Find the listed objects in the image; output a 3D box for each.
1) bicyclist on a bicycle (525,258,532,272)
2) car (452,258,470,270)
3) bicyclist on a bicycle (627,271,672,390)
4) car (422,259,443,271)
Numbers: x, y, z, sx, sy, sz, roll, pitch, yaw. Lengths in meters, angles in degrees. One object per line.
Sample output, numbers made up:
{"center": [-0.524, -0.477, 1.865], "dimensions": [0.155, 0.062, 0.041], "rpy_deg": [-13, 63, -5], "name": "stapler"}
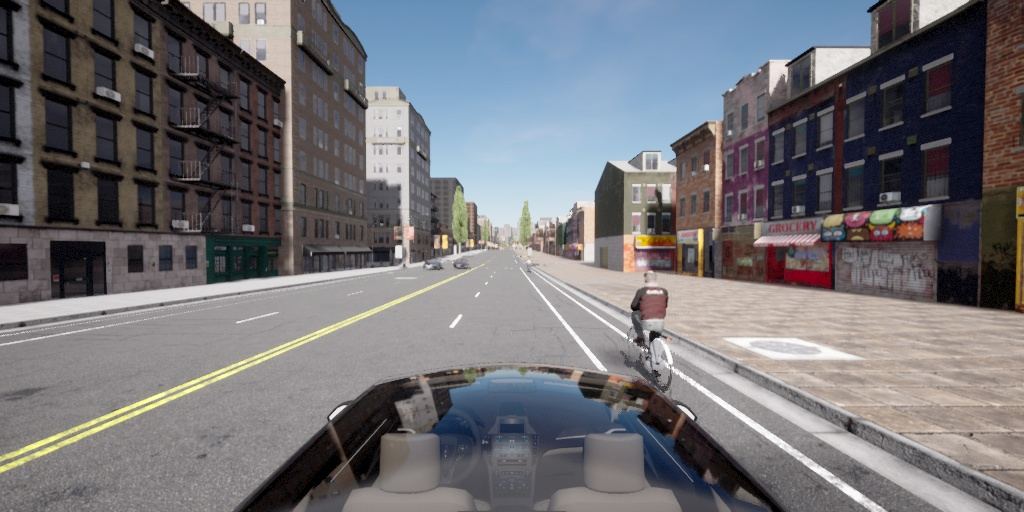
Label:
{"center": [1.929, 1.044, 41.081], "dimensions": [0.866, 1.612, 1.509], "rpy_deg": [0, 1, 0], "name": "bicyclist on a bicycle"}
{"center": [-6.923, 1.053, 49.016], "dimensions": [1.837, 1.490, 4.892], "rpy_deg": [0, 0, 0], "name": "car"}
{"center": [2.217, 1.119, 5.948], "dimensions": [0.659, 1.776, 1.843], "rpy_deg": [0, 0, 0], "name": "bicyclist on a bicycle"}
{"center": [-10.178, 1.094, 46.171], "dimensions": [1.812, 1.442, 4.674], "rpy_deg": [0, 0, 0], "name": "car"}
